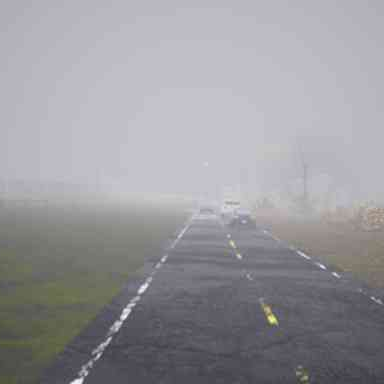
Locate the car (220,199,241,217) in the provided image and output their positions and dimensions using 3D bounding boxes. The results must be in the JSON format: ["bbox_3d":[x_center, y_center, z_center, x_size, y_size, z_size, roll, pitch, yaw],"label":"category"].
[{"bbox_3d":[4.527,1.891,38.779,2.150,2.045,5.566,2,0,3],"label":"car"}]

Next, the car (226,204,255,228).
[{"bbox_3d":[3.966,2.020,26.632,1.812,1.442,4.674,2,-1,3],"label":"car"}]

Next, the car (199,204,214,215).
[{"bbox_3d":[1.958,2.223,43.912,1.895,1.301,4.718,2,-1,3],"label":"car"}]
